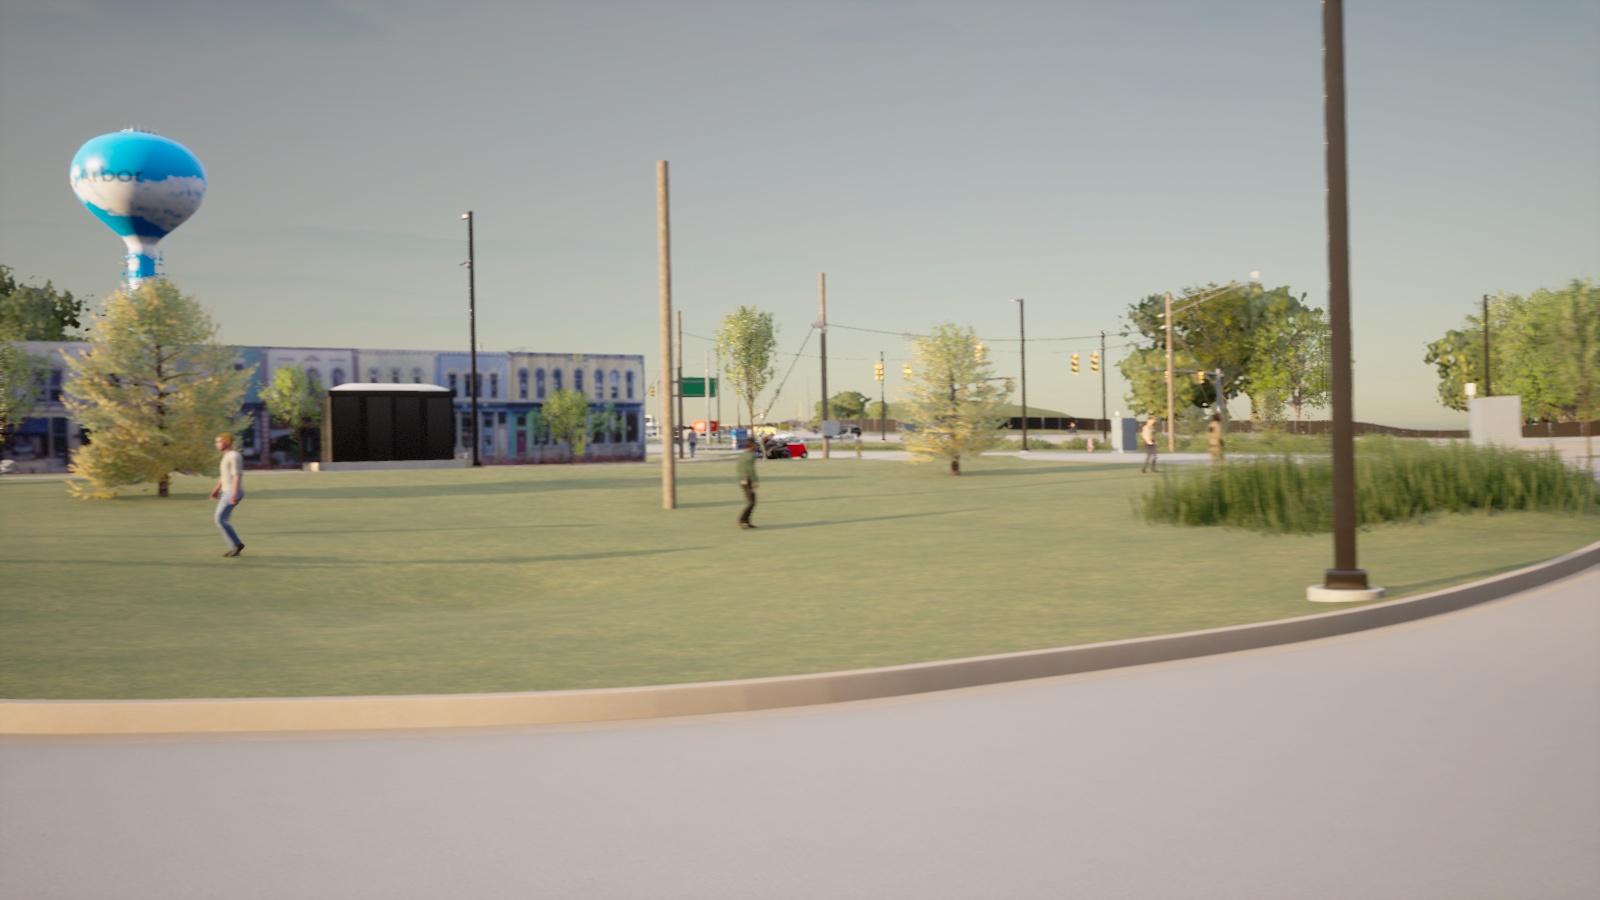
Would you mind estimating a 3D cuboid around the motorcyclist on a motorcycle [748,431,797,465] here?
[{"bbox_3d":[-1.341,-0.107,62.185,2.191,1.530,0.866,-3,0,-19],"label":"motorcyclist on a motorcycle"}]

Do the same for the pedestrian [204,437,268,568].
[{"bbox_3d":[-8.117,0.744,18.074,0.706,1.836,0.354,-2,0,-37],"label":"pedestrian"}]

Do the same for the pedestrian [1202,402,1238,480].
[{"bbox_3d":[10.548,-0.234,31.541,0.692,1.930,0.396,-2,0,-23],"label":"pedestrian"}]

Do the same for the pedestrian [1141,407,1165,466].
[{"bbox_3d":[11.206,-0.419,39.892,0.345,1.836,0.594,-2,0,-28],"label":"pedestrian"}]

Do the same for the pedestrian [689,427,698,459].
[{"bbox_3d":[-6.189,-0.417,73.166,0.354,1.836,0.706,-2,0,4],"label":"pedestrian"}]

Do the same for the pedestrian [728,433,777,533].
[{"bbox_3d":[-0.948,0.651,24.971,0.788,1.949,0.423,-2,0,-31],"label":"pedestrian"}]

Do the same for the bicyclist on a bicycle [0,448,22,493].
[{"bbox_3d":[-31.764,0.825,49.446,1.843,1.776,0.659,-2,0,-26],"label":"bicyclist on a bicycle"}]

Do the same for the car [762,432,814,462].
[{"bbox_3d":[-0.628,-0.140,64.336,1.481,1.376,2.207,-3,1,42],"label":"car"}]
